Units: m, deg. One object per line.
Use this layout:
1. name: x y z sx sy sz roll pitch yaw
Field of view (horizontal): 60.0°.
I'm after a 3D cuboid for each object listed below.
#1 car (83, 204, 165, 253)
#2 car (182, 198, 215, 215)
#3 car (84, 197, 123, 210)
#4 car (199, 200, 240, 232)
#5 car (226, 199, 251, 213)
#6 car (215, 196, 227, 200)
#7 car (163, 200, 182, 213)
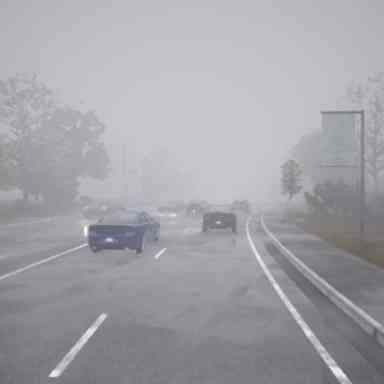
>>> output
1. car: -2.575 1.473 13.716 1.882 1.535 5.008 0 0 5
2. car: 0.721 1.518 33.054 1.837 1.490 4.892 0 0 13
3. car: -7.537 1.328 28.905 2.097 1.767 4.553 0 0 12
4. car: 1.792 1.492 20.344 1.882 1.535 5.008 0 0 8
5. car: 5.656 1.529 38.111 2.128 1.511 4.902 0 0 15
6. car: 5.641 1.541 67.436 1.812 1.442 4.674 0 0 25
7. car: -2.126 1.547 37.014 2.033 1.411 5.357 0 0 15
